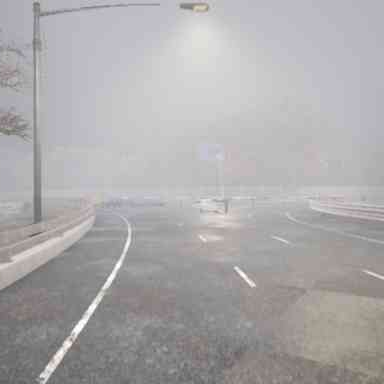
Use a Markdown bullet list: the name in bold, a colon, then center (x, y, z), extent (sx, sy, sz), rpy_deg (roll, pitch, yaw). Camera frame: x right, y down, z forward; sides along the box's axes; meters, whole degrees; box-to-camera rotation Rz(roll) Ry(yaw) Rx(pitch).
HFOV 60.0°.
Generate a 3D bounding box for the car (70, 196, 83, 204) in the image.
- **car**: center (-22.062, 1.495, 64.535), extent (1.812, 1.442, 4.674), rpy_deg (0, 0, -40)

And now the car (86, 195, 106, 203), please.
- **car**: center (-19.280, 1.379, 66.658), extent (1.882, 1.535, 5.008), rpy_deg (0, 0, -40)

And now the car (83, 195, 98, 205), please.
- **car**: center (-16.316, 1.551, 56.230), extent (1.882, 1.535, 5.008), rpy_deg (0, 0, -34)

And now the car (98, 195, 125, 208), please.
- **car**: center (-11.800, 1.403, 48.347), extent (2.097, 1.767, 4.553), rpy_deg (0, 0, -28)

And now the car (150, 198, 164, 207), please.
- **car**: center (-6.010, 1.584, 52.394), extent (1.994, 1.385, 4.181), rpy_deg (0, 0, -28)

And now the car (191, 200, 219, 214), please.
- **car**: center (1.293, 1.511, 34.795), extent (1.812, 1.442, 4.674), rpy_deg (0, 0, -18)

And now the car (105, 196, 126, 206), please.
- **car**: center (-13.381, 1.562, 58.140), extent (1.837, 1.490, 4.892), rpy_deg (0, 0, -34)

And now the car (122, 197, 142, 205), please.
- **car**: center (-10.966, 1.608, 60.869), extent (1.994, 1.385, 4.181), rpy_deg (0, 0, -34)

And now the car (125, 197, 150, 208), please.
- **car**: center (-8.577, 1.581, 49.722), extent (2.033, 1.411, 5.357), rpy_deg (0, 0, -28)

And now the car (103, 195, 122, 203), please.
- **car**: center (-16.497, 1.410, 68.780), extent (1.812, 1.442, 4.674), rpy_deg (0, 0, -40)
